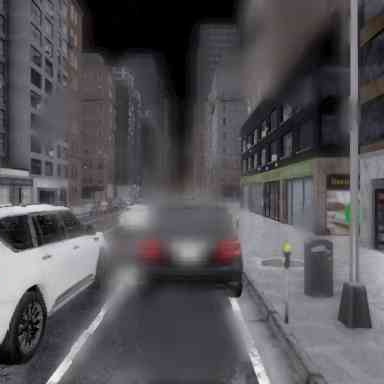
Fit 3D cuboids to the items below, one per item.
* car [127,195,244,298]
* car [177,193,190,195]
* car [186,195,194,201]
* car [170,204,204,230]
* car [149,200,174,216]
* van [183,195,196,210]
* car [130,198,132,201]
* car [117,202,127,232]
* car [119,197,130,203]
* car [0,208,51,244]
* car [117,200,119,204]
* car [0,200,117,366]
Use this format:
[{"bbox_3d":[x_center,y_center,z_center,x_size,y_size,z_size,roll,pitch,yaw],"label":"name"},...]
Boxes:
[{"bbox_3d":[-0.039,1.228,8.680,2.150,2.045,5.566,0,0,0],"label":"car"},{"bbox_3d":[-0.287,1.316,38.459,2.192,1.841,5.009,0,0,0],"label":"car"},{"bbox_3d":[-0.572,1.470,87.873,1.967,1.590,4.097,0,0,-1],"label":"car"},{"bbox_3d":[-0.287,1.551,21.888,2.008,1.369,4.403,0,0,0],"label":"car"},{"bbox_3d":[-3.100,1.549,34.355,2.033,1.411,5.357,0,0,1],"label":"car"},{"bbox_3d":[-0.287,1.343,43.983,1.690,1.788,3.998,0,0,0],"label":"van"},{"bbox_3d":[-6.191,1.549,43.160,2.033,1.411,5.357,0,0,1],"label":"car"},{"bbox_3d":[-3.095,1.526,20.015,1.812,1.442,4.674,0,0,0],"label":"car"},{"bbox_3d":[-8.813,1.567,38.453,1.947,1.339,4.313,0,0,0],"label":"car"},{"bbox_3d":[-8.813,1.566,16.352,1.947,1.339,4.313,0,0,0],"label":"car"},{"bbox_3d":[-8.813,1.583,32.928,1.802,1.307,4.206,0,0,0],"label":"car"},{"bbox_3d":[-3.154,1.216,5.955,2.150,2.045,5.566,0,-1,1],"label":"car"}]
